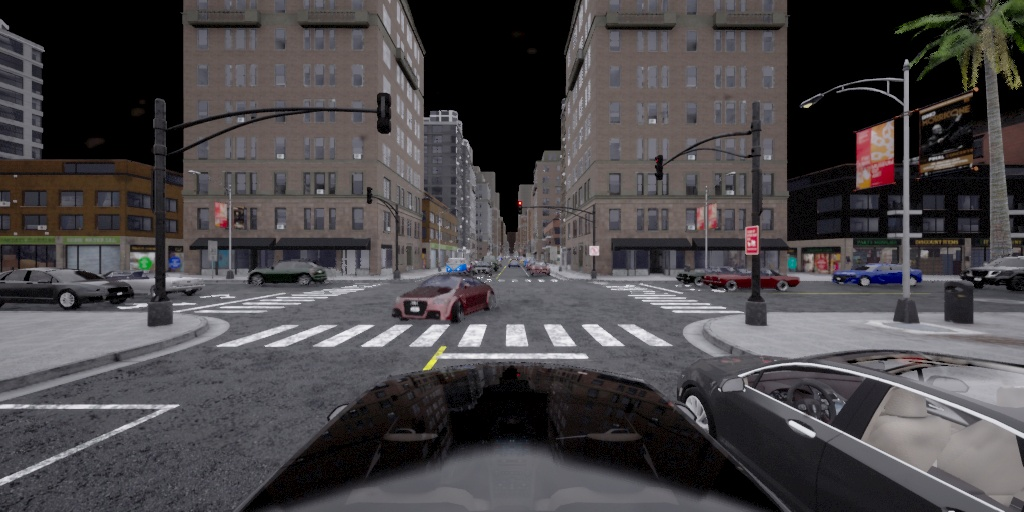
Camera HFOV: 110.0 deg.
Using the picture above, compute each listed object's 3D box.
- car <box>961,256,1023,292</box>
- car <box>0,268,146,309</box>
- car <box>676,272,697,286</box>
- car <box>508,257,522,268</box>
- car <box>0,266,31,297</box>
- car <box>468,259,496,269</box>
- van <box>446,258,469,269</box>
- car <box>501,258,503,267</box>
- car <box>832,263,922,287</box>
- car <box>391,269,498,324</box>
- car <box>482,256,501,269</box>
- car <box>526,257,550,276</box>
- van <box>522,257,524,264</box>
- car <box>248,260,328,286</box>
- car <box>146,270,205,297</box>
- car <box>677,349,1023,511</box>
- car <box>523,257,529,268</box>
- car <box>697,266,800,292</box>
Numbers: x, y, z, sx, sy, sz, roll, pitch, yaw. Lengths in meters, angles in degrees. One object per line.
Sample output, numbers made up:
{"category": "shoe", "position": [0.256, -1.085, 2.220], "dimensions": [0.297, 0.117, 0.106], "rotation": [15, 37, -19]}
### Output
{"category": "car", "position": [30.167, 1.019, 21.103], "dimensions": [5.566, 2.045, 2.150], "rotation": [0, 0, 0]}
{"category": "car", "position": [-17.937, 1.232, 14.161], "dimensions": [4.892, 1.490, 1.837], "rotation": [0, 0, 0]}
{"category": "car", "position": [13.737, 1.365, 24.272], "dimensions": [4.718, 1.301, 1.895], "rotation": [0, 0, 0]}
{"category": "car", "position": [0.375, 1.317, 63.402], "dimensions": [1.994, 1.385, 4.181], "rotation": [0, 0, 1]}
{"category": "car", "position": [-26.883, 1.235, 17.366], "dimensions": [4.674, 1.442, 1.812], "rotation": [0, 0, 0]}
{"category": "car", "position": [-2.948, 1.316, 36.619], "dimensions": [1.994, 1.385, 4.181], "rotation": [0, 0, 0]}
{"category": "van", "position": [-5.704, 1.093, 36.981], "dimensions": [1.690, 1.789, 3.998], "rotation": [0, 0, 0]}
{"category": "car", "position": [-2.852, 1.354, 55.718], "dimensions": [1.895, 1.301, 4.718], "rotation": [0, 0, 0]}
{"category": "car", "position": [24.640, 1.261, 24.325], "dimensions": [5.008, 1.535, 1.882], "rotation": [0, 0, 0]}
{"category": "car", "position": [-2.111, 1.317, 12.006], "dimensions": [1.994, 1.385, 4.181], "rotation": [0, 0, 19]}
{"category": "car", "position": [-2.900, 0.975, 45.927], "dimensions": [2.150, 2.045, 5.566], "rotation": [0, 0, 0]}
{"category": "car", "position": [2.822, 1.192, 36.943], "dimensions": [1.967, 1.591, 4.097], "rotation": [0, 0, 0]}
{"category": "van", "position": [2.929, 1.094, 59.620], "dimensions": [1.690, 1.789, 3.998], "rotation": [0, 0, 0]}
{"category": "car", "position": [-15.038, 1.070, 24.125], "dimensions": [4.553, 1.767, 2.097], "rotation": [0, 0, 0]}
{"category": "car", "position": [-17.896, 1.324, 17.410], "dimensions": [4.718, 1.301, 1.895], "rotation": [0, 0, 0]}
{"category": "car", "position": [2.669, 1.300, 2.293], "dimensions": [2.007, 1.370, 4.403], "rotation": [0, 0, 0]}
{"category": "car", "position": [2.876, 1.193, 48.281], "dimensions": [1.967, 1.591, 4.097], "rotation": [0, 0, 0]}
{"category": "car", "position": [13.855, 1.370, 21.023], "dimensions": [4.718, 1.301, 1.895], "rotation": [0, 0, 0]}
